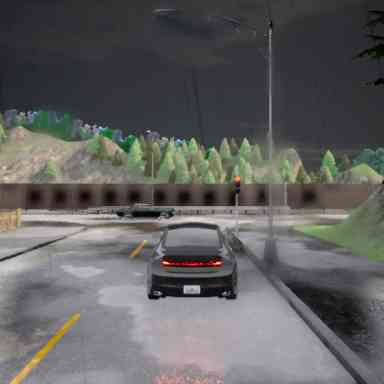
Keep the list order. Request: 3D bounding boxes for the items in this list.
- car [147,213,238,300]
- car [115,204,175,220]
[{"bbox_3d":[0.021,1.504,8.391,1.837,1.490,4.892,0,0,1],"label":"car"},{"bbox_3d":[-3.709,1.598,27.091,4.718,1.301,1.895,0,0,0],"label":"car"}]
